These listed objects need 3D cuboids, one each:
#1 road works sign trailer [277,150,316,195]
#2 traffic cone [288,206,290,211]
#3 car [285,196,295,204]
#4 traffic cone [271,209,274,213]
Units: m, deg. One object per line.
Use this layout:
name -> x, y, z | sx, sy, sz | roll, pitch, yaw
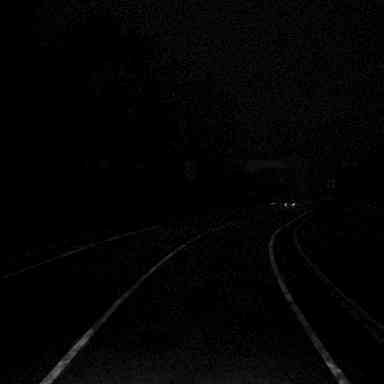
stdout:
road works sign trailer -> 9.730, -1.904, 31.217 | 2.380, 3.560, 2.880 | 24, 8, 6
traffic cone -> 12.417, 2.116, 42.374 | 0.340, 0.580, 0.340 | 8, 8, 23
car -> 21.278, 1.671, 72.433 | 1.882, 1.535, 5.008 | 2, 0, 17
traffic cone -> 9.087, 2.053, 37.334 | 0.340, 0.580, 0.340 | 3, -1, 24
